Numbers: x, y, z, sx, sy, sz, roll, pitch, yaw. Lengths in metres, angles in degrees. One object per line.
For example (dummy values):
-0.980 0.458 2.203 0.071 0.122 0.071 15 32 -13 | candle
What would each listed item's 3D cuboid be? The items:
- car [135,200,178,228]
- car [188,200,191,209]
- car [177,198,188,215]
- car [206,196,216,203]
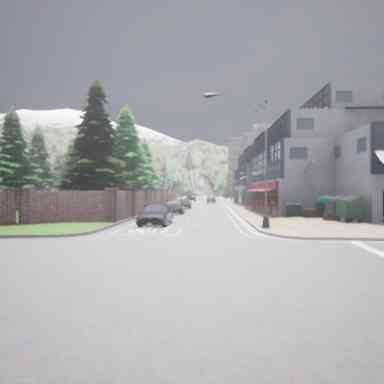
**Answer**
-2.387 1.531 22.430 2.033 1.411 5.357 0 0 3 | car
-1.125 1.532 44.106 1.994 1.385 4.181 0 0 3 | car
-1.735 1.501 33.712 1.812 1.442 4.674 0 0 4 | car
3.802 1.499 65.590 2.033 1.411 5.357 0 0 3 | car
